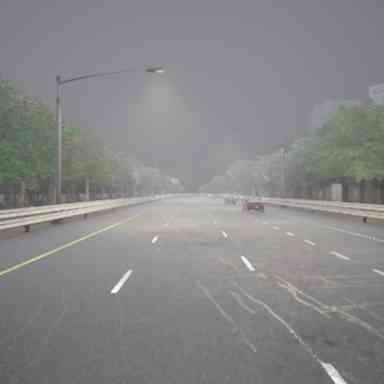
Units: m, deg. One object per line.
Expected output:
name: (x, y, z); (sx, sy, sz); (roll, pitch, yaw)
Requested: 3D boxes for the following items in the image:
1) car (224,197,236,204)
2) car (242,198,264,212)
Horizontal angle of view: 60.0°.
car: (6.992, 1.563, 61.645); (2.033, 1.411, 5.357); (0, 0, 0)
car: (6.995, 1.482, 38.286); (1.882, 1.535, 5.008); (0, 0, 0)
